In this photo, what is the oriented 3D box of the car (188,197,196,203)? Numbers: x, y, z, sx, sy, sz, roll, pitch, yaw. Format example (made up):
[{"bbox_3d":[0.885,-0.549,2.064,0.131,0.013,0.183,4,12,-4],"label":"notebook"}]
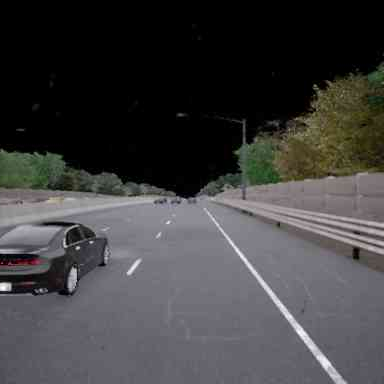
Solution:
[{"bbox_3d":[0.047,1.907,80.260,1.994,1.385,4.181,0,-1,0],"label":"car"}]

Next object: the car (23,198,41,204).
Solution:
[{"bbox_3d":[-24.506,1.620,51.892,2.128,1.511,4.902,0,-1,1],"label":"car"}]

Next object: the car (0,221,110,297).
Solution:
[{"bbox_3d":[-3.496,1.517,8.604,1.837,1.490,4.892,0,0,0],"label":"car"}]

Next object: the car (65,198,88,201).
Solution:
[{"bbox_3d":[-17.512,1.620,52.031,2.128,1.511,4.902,0,0,1],"label":"car"}]

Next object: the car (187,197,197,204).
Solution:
[{"bbox_3d":[0.040,1.867,70.223,1.812,1.442,4.674,0,-1,0],"label":"car"}]

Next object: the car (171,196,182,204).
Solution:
[{"bbox_3d":[-3.460,1.940,70.288,1.895,1.301,4.718,0,-1,0],"label":"car"}]

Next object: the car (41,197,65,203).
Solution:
[{"bbox_3d":[-21.008,1.605,51.856,1.882,1.535,5.008,0,0,1],"label":"car"}]

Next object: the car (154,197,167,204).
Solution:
[{"bbox_3d":[-6.960,1.940,70.290,1.895,1.301,4.718,0,-1,0],"label":"car"}]

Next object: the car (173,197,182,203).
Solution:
[{"bbox_3d":[-3.453,1.855,80.263,1.837,1.490,4.892,0,-1,0],"label":"car"}]
